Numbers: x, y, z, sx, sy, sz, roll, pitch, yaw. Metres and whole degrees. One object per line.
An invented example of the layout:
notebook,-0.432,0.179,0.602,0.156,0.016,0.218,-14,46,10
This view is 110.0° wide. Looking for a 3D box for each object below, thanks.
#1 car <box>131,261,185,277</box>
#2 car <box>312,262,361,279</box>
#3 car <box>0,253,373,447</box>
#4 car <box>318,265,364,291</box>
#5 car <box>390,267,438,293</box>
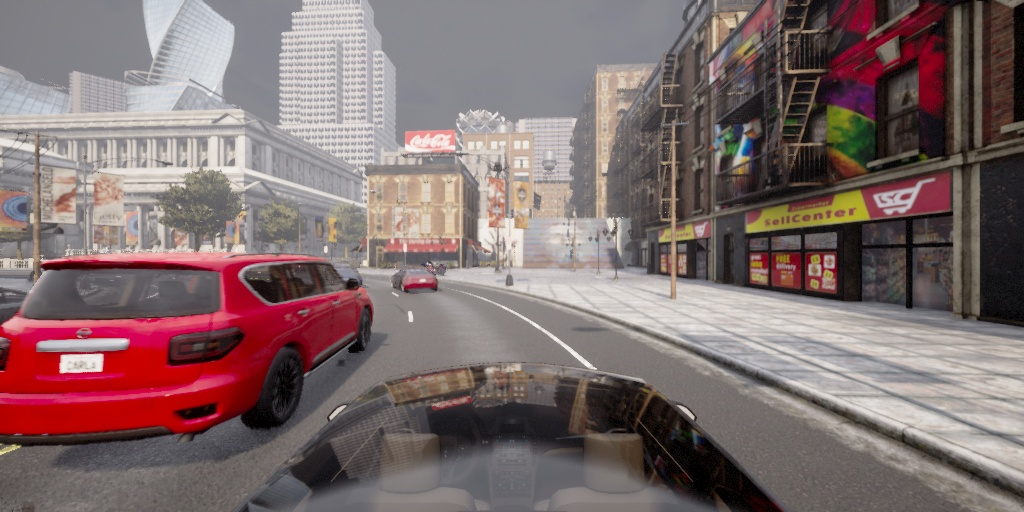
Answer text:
car,-35.473,1.254,35.943,4.892,1.490,1.837,-1,0,19
car,-16.552,1.293,33.654,5.357,1.411,2.033,0,0,38
car,-3.906,0.973,5.641,2.150,2.045,5.566,0,0,-7
car,-10.904,1.311,22.722,1.994,1.385,4.181,0,0,-35
car,-5.866,1.310,21.286,1.994,1.385,4.181,0,0,-30
